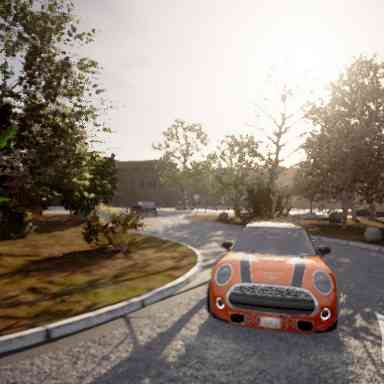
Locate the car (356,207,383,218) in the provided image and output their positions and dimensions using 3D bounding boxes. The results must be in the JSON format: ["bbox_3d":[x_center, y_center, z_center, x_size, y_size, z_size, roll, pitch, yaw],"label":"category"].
[{"bbox_3d":[23.296,2.667,43.076,5.008,1.535,1.882,1,-1,-12],"label":"car"}]

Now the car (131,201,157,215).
[{"bbox_3d":[-6.055,1.919,41.875,2.097,1.767,4.553,2,-1,-28],"label":"car"}]

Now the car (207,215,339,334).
[{"bbox_3d":[1.808,1.455,7.283,2.097,1.767,4.553,1,-1,15],"label":"car"}]
